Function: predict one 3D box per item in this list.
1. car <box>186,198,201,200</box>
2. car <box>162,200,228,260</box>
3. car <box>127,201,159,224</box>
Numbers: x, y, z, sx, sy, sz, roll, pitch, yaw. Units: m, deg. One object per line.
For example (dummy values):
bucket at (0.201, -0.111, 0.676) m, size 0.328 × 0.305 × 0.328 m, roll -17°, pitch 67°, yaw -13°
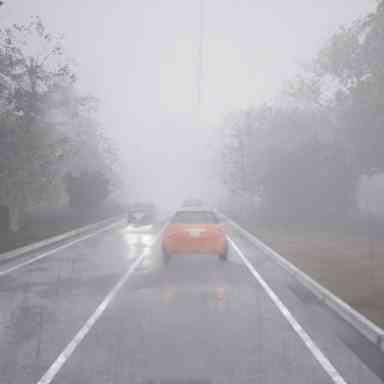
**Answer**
car at (0.104, 1.325, 28.960) m, size 2.097 × 1.767 × 4.553 m, roll 0°, pitch 0°, yaw 0°
car at (0.098, 1.344, 12.522) m, size 2.097 × 1.767 × 4.553 m, roll 0°, pitch 0°, yaw 0°
car at (-3.592, 1.469, 24.837) m, size 2.128 × 1.511 × 4.902 m, roll 0°, pitch 0°, yaw 0°
